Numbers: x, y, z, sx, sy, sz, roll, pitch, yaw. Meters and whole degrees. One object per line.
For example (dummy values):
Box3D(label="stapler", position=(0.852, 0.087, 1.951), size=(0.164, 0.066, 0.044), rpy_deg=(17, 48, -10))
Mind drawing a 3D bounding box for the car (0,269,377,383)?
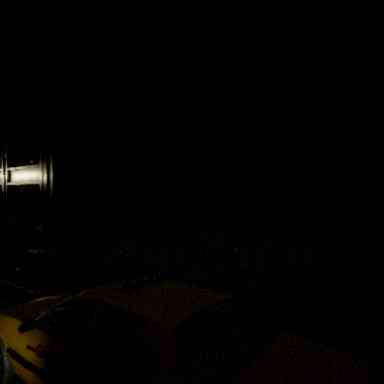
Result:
Box3D(label="car", position=(-0.701, 1.527, 3.598), size=(4.829, 1.417, 1.752), rpy_deg=(-1, 0, 39))
